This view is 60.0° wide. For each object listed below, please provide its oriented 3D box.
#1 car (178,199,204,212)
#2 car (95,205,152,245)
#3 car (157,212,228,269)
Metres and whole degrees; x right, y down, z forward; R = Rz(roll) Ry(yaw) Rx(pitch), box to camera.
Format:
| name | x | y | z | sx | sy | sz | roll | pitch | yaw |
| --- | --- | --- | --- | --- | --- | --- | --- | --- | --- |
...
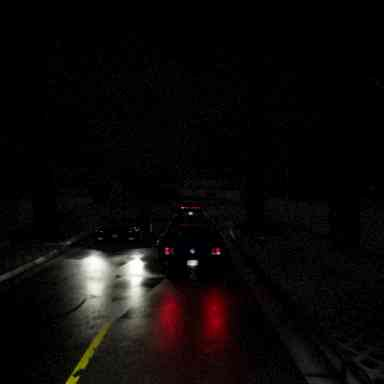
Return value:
| name | x | y | z | sx | sy | sz | roll | pitch | yaw |
| --- | --- | --- | --- | --- | --- | --- | --- | --- | --- |
| car | -0.112 | 1.374 | 27.815 | 1.837 | 1.490 | 4.892 | 0 | 0 | 0 |
| car | -2.959 | 1.399 | 15.190 | 1.882 | 1.535 | 5.008 | 0 | 0 | 0 |
| car | 0.009 | 1.540 | 10.814 | 1.895 | 1.301 | 4.718 | 0 | 0 | 0 |
